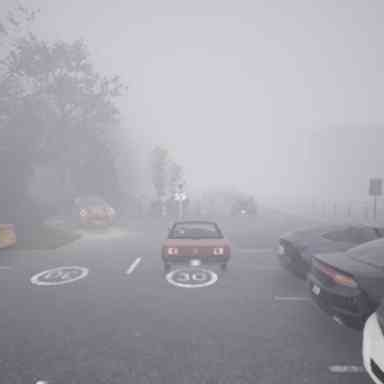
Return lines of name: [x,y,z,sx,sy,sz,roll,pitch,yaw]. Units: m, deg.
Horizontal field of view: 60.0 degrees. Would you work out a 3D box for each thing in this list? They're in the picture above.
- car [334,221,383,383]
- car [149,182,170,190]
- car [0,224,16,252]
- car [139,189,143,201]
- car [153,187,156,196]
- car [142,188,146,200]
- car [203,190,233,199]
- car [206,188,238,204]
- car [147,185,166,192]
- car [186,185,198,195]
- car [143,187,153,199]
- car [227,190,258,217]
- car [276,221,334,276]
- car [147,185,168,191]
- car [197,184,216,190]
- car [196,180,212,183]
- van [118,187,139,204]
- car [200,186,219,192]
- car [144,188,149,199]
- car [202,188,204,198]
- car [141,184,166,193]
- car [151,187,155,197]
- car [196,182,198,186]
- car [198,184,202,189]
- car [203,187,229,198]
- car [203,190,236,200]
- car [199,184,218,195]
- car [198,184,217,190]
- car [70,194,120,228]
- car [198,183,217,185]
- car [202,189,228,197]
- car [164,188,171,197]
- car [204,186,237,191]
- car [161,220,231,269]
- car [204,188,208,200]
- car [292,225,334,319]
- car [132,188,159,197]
car: [4.511,1.222,2.754,5.566,2.045,2.435,0,0,0]
car: [-8.784,-1.544,90.964,5.566,2.045,2.435,0,3,0]
car: [-8.540,1.454,10.946,5.008,1.535,2.097,0,0,0]
car: [-8.827,0.619,40.707,4.674,1.452,2.002,0,1,0]
car: [-8.792,0.386,54.646,4.792,1.488,2.163,0,1,0]
car: [-8.826,0.591,43.492,4.674,1.452,2.002,0,1,0]
car: [4.288,0.383,54.824,4.792,1.488,2.163,0,2,0]
car: [4.284,0.634,38.114,4.792,1.488,2.163,0,1,0]
car: [-8.846,-0.919,82.508,4.553,1.767,2.185,0,3,0]
car: [-0.276,-0.073,69.184,2.033,1.411,5.357,0,2,0]
car: [-9.008,0.468,49.195,5.366,1.575,1.946,0,1,0]
car: [3.822,0.963,24.822,1.837,1.490,4.892,2,3,8]
car: [4.565,1.490,8.306,4.792,1.488,2.163,0,0,0]
car: [-8.808,-0.955,85.296,5.008,1.535,2.097,0,3,0]
car: [4.083,-1.463,93.792,5.366,1.575,1.946,0,3,0]
car: [4.239,-1.380,88.221,5.566,2.045,2.435,0,3,0]
van: [-8.698,0.381,38.031,4.442,1.987,1.878,1,1,0]
car: [4.295,-0.773,82.679,4.792,1.488,2.163,0,3,0]
car: [-8.852,0.545,46.404,4.792,1.488,2.163,0,1,0]
car: [4.262,0.515,46.462,5.008,1.535,2.097,0,1,0]
car: [-8.844,-0.747,76.929,5.566,2.045,2.435,0,3,0]
car: [-9.007,0.414,51.990,5.366,1.575,1.946,0,1,0]
car: [-0.275,-0.827,78.472,2.097,1.767,4.553,0,3,0]
car: [4.232,-0.364,71.532,4.553,1.767,2.185,0,3,0]
car: [4.291,0.064,60.399,4.553,1.767,2.185,0,2,0]
car: [4.265,0.418,52.045,4.892,1.521,2.231,0,1,0]
car: [4.229,0.219,49.251,5.566,2.045,2.435,0,1,0]
car: [4.273,-1.295,91.014,5.008,1.535,2.097,0,3,0]
car: [-6.245,1.054,20.588,2.097,1.767,4.553,-2,4,-27]
car: [4.270,-0.650,79.894,5.008,1.535,2.097,0,3,0]
car: [4.290,0.125,63.190,4.792,1.488,2.163,0,2,0]
car: [-3.822,0.029,61.363,2.097,1.767,4.553,0,2,1]
car: [4.225,0.424,43.682,4.553,1.767,2.185,0,1,0]
car: [0.102,1.575,10.996,1.895,1.301,4.718,0,0,0]
car: [4.226,0.607,40.897,4.792,1.488,2.163,0,1,0]
car: [4.532,1.467,5.530,5.008,1.535,2.097,0,0,0]
car: [-8.813,0.098,63.141,4.892,1.521,2.231,0,2,0]
